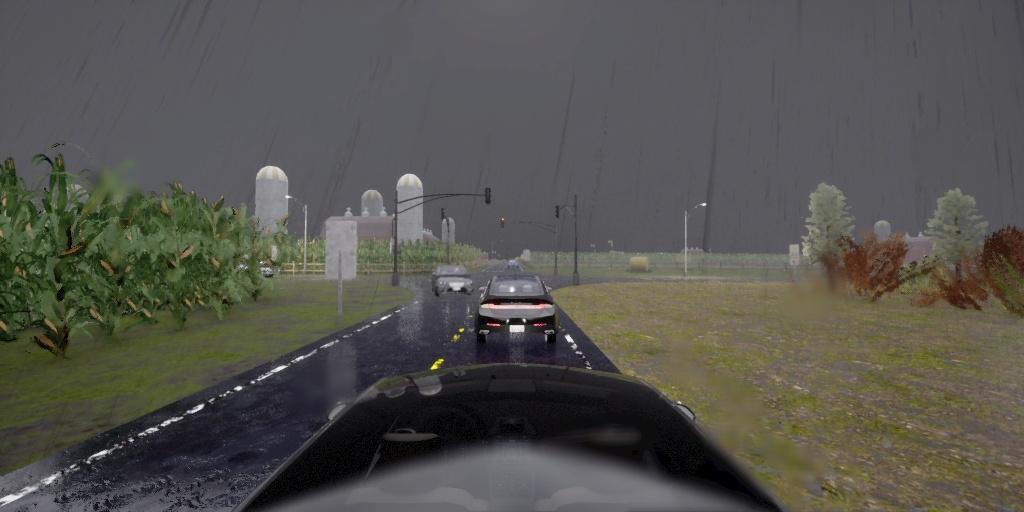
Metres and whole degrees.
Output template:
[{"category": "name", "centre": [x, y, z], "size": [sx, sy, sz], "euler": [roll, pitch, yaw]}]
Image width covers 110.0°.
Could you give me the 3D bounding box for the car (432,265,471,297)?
[{"category": "car", "centre": [-3.196, 1.248, 19.010], "size": [2.128, 1.511, 4.902], "euler": [0, 0, -15]}]

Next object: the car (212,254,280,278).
[{"category": "car", "centre": [-21.823, 0.774, 28.667], "size": [5.566, 2.045, 2.150], "euler": [0, -1, -3]}]

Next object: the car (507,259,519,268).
[{"category": "car", "centre": [0.191, 1.360, 62.876], "size": [2.033, 1.411, 5.357], "euler": [0, 0, 0]}]

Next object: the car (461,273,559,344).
[{"category": "car", "centre": [0.101, 1.245, 9.623], "size": [2.128, 1.511, 4.902], "euler": [0, 0, 0]}]

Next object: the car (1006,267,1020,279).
[{"category": "car", "centre": [48.666, 1.720, 33.478], "size": [4.674, 1.442, 1.812], "euler": [1, -1, -5]}]
